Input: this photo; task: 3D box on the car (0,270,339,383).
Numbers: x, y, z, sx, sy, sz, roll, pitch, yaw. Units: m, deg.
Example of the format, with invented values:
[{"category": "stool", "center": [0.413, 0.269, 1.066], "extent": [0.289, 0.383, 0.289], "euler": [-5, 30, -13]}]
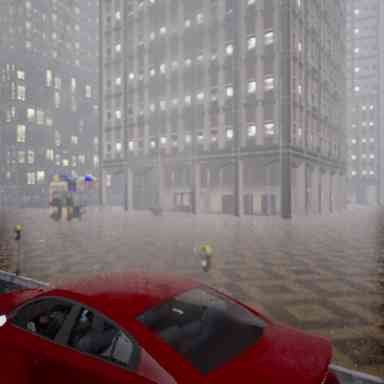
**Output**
[{"category": "car", "center": [-0.883, 1.541, 3.539], "extent": [4.507, 1.381, 1.887], "euler": [0, 0, 35]}]
